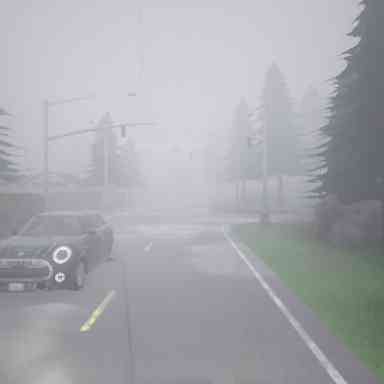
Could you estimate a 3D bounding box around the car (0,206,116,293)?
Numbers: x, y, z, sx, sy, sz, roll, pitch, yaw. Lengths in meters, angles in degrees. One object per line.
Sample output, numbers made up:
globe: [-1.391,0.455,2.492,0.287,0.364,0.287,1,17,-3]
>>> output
car: [-3.540,1.335,8.984,2.097,1.767,4.553,0,0,1]
